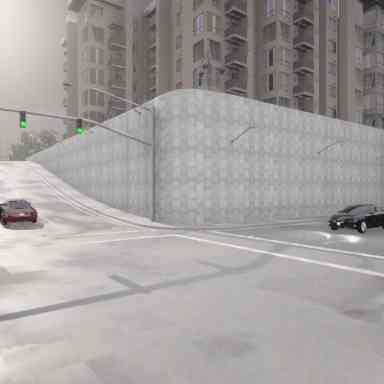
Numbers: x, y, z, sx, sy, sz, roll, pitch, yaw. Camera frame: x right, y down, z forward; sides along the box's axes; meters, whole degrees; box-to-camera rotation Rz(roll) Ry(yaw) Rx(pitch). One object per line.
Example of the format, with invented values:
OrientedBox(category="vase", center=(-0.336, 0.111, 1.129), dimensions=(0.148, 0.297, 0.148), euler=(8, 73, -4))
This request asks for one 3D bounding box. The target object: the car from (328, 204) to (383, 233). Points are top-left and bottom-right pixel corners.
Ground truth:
OrientedBox(category="car", center=(10.067, 1.505, 19.786), dimensions=(4.892, 1.490, 1.837), euler=(0, 0, -36))

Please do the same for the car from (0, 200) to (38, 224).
OrientedBox(category="car", center=(-11.549, 1.179, 21.877), dimensions=(1.994, 1.385, 4.181), euler=(0, 5, -36))
